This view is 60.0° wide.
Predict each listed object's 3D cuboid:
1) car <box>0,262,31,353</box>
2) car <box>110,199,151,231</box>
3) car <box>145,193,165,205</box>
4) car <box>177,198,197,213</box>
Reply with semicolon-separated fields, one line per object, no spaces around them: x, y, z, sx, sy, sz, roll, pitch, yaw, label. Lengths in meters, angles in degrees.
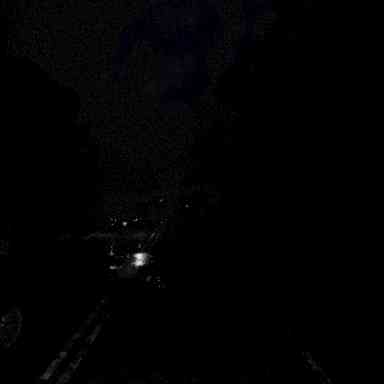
-3.540;1.525;3.485;1.812;1.442;4.674;0;0;4;car
-3.641;1.429;20.198;1.837;1.490;4.892;0;0;-1;car
-3.949;0.818;36.094;2.097;1.767;4.553;0;1;-1;car
-0.528;1.314;33.193;2.033;1.411;5.357;0;2;-1;car
